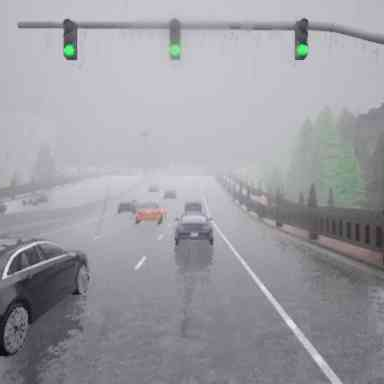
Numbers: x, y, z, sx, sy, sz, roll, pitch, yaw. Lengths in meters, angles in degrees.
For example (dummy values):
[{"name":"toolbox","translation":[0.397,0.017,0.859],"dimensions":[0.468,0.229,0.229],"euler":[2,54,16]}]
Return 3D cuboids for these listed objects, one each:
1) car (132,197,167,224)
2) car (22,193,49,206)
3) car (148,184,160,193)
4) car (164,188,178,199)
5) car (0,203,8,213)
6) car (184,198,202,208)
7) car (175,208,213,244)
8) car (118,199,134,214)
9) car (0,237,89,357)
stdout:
[{"name":"car","translation":[-3.382,1.626,28.125],"dimensions":[2.097,1.767,4.553],"euler":[0,1,0]},{"name":"car","translation":[-20.907,0.908,44.535],"dimensions":[2.128,1.511,4.902],"euler":[0,5,0]},{"name":"car","translation":[-6.815,-0.678,59.794],"dimensions":[2.033,1.411,5.357],"euler":[0,6,0]},{"name":"car","translation":[-3.322,0.193,51.635],"dimensions":[1.837,1.490,4.892],"euler":[0,7,1]},{"name":"car","translation":[-20.969,1.651,34.298],"dimensions":[1.994,1.385,4.181],"euler":[0,3,0]},{"name":"car","translation":[0.156,1.381,37.705],"dimensions":[1.882,1.535,5.008],"euler":[0,4,0]},{"name":"car","translation":[0.096,1.763,17.121],"dimensions":[1.812,1.442,4.674],"euler":[0,-1,0]},{"name":"car","translation":[-6.850,1.485,36.479],"dimensions":[1.837,1.490,4.892],"euler":[0,3,0]},{"name":"car","translation":[-3.397,1.581,6.148],"dimensions":[2.128,1.511,4.902],"euler":[0,-1,0]}]
